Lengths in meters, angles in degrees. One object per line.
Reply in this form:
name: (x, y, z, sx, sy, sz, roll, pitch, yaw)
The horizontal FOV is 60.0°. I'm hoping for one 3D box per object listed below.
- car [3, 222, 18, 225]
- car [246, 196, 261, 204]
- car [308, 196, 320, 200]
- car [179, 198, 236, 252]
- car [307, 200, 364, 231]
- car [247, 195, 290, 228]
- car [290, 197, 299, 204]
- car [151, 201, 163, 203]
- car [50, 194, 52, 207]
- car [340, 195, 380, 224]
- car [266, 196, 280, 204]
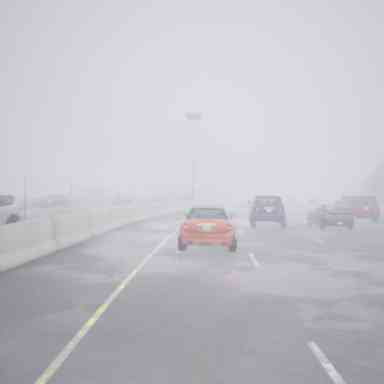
car: (-9.973, 1.050, 14.940, 2.150, 2.045, 5.566, 1, 1, 5)
car: (11.642, 1.429, 62.729, 1.812, 1.442, 4.674, 1, 0, 21)
car: (22.166, 1.522, 60.519, 2.128, 1.511, 4.902, 1, 0, 22)
car: (0.696, 1.308, 13.997, 2.097, 1.767, 4.553, 1, 0, 4)
car: (8.507, 1.513, 20.766, 2.128, 1.511, 4.902, 1, 0, 7)
car: (5.016, 1.197, 22.529, 2.150, 2.045, 5.566, 0, 0, 9)
car: (18.693, 1.552, 61.478, 1.994, 1.385, 4.181, 1, 0, 22)
car: (-5.680, 1.260, 55.801, 1.812, 1.442, 4.674, 1, 0, 17)
car: (-16.816, 1.011, 40.623, 2.097, 1.767, 4.553, 1, 0, 12)
car: (12.712, 1.272, 26.029, 2.150, 2.045, 5.566, 0, 0, 9)
car: (15.192, 1.450, 62.214, 1.837, 1.490, 4.892, 0, 0, 22)
